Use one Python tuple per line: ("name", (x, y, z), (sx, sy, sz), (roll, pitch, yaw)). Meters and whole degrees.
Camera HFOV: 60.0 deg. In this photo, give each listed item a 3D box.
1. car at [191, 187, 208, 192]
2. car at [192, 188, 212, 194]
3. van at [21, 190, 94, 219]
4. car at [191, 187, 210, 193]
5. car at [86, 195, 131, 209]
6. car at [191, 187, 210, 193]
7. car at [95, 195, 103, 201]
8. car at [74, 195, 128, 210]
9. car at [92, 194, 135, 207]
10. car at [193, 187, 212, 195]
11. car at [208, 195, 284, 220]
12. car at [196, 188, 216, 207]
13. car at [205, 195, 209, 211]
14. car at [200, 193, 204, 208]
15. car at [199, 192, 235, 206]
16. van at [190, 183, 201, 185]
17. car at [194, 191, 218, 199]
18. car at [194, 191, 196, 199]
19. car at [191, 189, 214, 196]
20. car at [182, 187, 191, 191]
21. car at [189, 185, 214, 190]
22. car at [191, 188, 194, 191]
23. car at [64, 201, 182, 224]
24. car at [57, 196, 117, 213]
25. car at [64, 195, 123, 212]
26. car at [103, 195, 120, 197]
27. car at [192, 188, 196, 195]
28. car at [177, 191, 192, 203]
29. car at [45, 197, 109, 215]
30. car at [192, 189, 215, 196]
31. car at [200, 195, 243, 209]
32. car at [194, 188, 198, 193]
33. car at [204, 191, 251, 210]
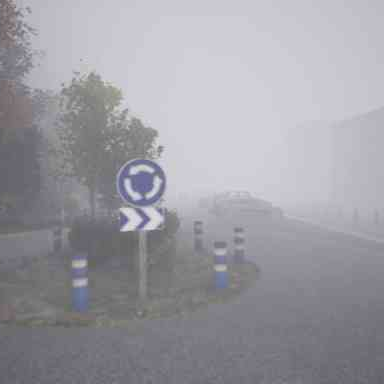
("car", (2.215, -0.648, 94.935), (4.674, 1.452, 2.002), (0, 2, -1))
("car", (2.444, -0.216, 83.811), (4.892, 1.521, 2.231), (0, 2, -1))
("van", (-9.210, 0.824, 22.202), (4.442, 1.987, 1.878), (1, 0, -1))
("car", (2.329, -0.453, 89.372), (5.008, 1.535, 2.097), (0, 2, -1))
("car", (-9.659, 1.121, 38.808), (4.792, 1.488, 2.163), (0, 0, -1))
("car", (2.281, -0.570, 92.152), (5.008, 1.535, 2.097), (0, 2, -1))
("car", (-9.397, 1.108, 24.870), (4.674, 1.452, 2.002), (0, 0, -1))
("car", (-9.818, 1.102, 36.148), (5.366, 1.575, 1.946), (0, 0, -1))
("car", (-9.742, 1.064, 41.598), (5.008, 1.535, 2.097), (0, 1, -1))
("car", (2.543, -0.221, 80.901), (4.553, 1.767, 2.185), (0, 2, -1))
("car", (3.767, 1.129, 22.557), (4.792, 1.488, 2.163), (0, 0, -1))
("car", (3.475, 0.910, 33.696), (5.566, 2.045, 2.435), (0, 0, -1))
("car", (3.649, 1.151, 25.338), (4.792, 1.488, 2.163), (0, 0, -1))
("car", (3.567, 1.157, 30.903), (5.008, 1.535, 2.097), (0, 0, -1))
("car", (3.299, 0.952, 44.843), (4.553, 1.767, 2.185), (0, 1, -1))
("van", (2.277, -0.561, 86.580), (4.442, 1.987, 1.878), (0, 2, -1))
("car", (2.829, 0.507, 67.129), (4.792, 1.488, 2.163), (0, 2, -1))
("car", (3.121, 1.008, 50.418), (4.792, 1.488, 2.163), (0, 1, -1))
("car", (2.381, 0.012, 78.247), (5.366, 1.575, 1.946), (0, 2, -1))
("car", (-1.651, 0.484, 62.835), (2.097, 1.767, 4.553), (0, 2, -1))
("car", (2.656, -0.002, 72.679), (5.566, 2.045, 2.435), (0, 2, -1))
("car", (2.744, 0.406, 69.912), (4.674, 1.452, 2.002), (0, 2, -1))
("car", (-2.864, 1.241, 14.829), (4.718, 1.301, 1.895), (0, 2, 2))
("car", (-9.543, 1.134, 30.565), (4.792, 1.488, 2.163), (0, 0, -1))
("car", (-9.759, 1.106, 33.353), (5.366, 1.575, 1.946), (0, 0, -1))
("car", (-4.398, 0.944, 22.941), (2.097, 1.767, 4.553), (0, 0, -1))
("car", (2.863, 0.582, 64.343), (5.008, 1.535, 2.097), (0, 2, -1))
("car", (-1.455, 0.953, 53.556), (2.033, 1.411, 5.357), (0, 1, -1))
("car", (-9.456, 1.130, 27.654), (4.674, 1.452, 2.002), (0, 0, -1))
("car", (2.630, 0.132, 75.471), (5.008, 1.535, 2.097), (0, 2, -1))
("car", (3.414, 1.172, 39.265), (4.792, 1.488, 2.163), (0, 1, -1))
("car", (3.003, 0.720, 55.979), (4.553, 1.767, 2.185), (0, 2, -1))
("car", (3.589, 1.017, 28.125), (4.553, 1.767, 2.185), (0, 0, -1))
